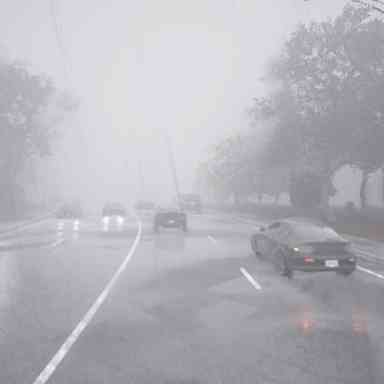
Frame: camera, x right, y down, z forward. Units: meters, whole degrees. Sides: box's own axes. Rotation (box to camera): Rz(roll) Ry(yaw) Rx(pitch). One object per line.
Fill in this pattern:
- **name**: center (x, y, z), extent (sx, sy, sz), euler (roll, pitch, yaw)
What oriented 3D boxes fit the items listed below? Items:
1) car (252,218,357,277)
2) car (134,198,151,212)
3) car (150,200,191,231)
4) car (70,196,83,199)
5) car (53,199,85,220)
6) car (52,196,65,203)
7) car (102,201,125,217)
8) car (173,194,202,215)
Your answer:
- **car**: center (3.169, 1.518, 10.156), extent (1.812, 1.442, 4.674), euler (0, 0, -3)
- **car**: center (-5.594, 1.472, 38.600), extent (1.882, 1.535, 5.008), euler (0, 0, -17)
- **car**: center (-1.469, 1.473, 20.687), extent (1.882, 1.535, 5.008), euler (0, 0, -8)
- **car**: center (-23.694, 1.499, 68.068), extent (2.033, 1.411, 5.357), euler (0, 0, -33)
- **car**: center (-10.264, 1.560, 28.372), extent (1.994, 1.385, 4.181), euler (0, 0, -14)
- **car**: center (-26.521, 1.500, 66.003), extent (2.033, 1.411, 5.357), euler (0, 0, -33)
- **car**: center (-7.268, 1.559, 30.866), extent (1.994, 1.385, 4.181), euler (0, 0, -14)
- **car**: center (-0.622, 1.216, 34.034), extent (2.150, 2.045, 5.566), euler (0, 0, -15)
